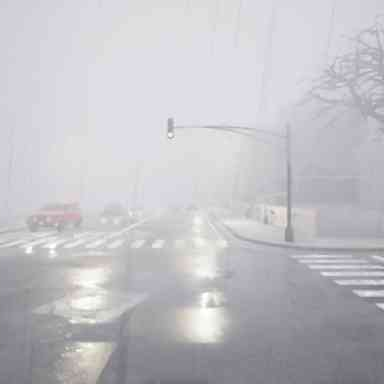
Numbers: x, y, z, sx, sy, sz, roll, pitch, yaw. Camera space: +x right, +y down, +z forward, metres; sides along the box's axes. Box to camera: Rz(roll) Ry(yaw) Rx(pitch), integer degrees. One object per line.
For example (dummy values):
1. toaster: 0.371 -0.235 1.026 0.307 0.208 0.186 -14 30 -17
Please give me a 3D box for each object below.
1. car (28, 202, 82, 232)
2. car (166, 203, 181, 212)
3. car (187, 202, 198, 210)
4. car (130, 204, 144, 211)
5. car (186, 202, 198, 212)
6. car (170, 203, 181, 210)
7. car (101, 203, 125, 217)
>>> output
1. car: -9.838 1.740 24.445 2.150 2.045 5.566 0 -1 0
2. car: -3.216 2.639 55.165 1.895 1.301 4.718 0 -1 0
3. car: 0.040 2.701 65.137 2.128 1.511 4.902 0 -1 0
4. car: -9.714 2.803 59.277 1.895 1.301 4.718 0 -1 0
5. car: 0.033 2.551 55.134 1.812 1.442 4.674 0 -1 0
6. car: -3.210 2.786 65.137 1.994 1.385 4.181 0 -1 0
7. car: -9.796 2.167 41.366 2.097 1.767 4.553 0 -1 0
